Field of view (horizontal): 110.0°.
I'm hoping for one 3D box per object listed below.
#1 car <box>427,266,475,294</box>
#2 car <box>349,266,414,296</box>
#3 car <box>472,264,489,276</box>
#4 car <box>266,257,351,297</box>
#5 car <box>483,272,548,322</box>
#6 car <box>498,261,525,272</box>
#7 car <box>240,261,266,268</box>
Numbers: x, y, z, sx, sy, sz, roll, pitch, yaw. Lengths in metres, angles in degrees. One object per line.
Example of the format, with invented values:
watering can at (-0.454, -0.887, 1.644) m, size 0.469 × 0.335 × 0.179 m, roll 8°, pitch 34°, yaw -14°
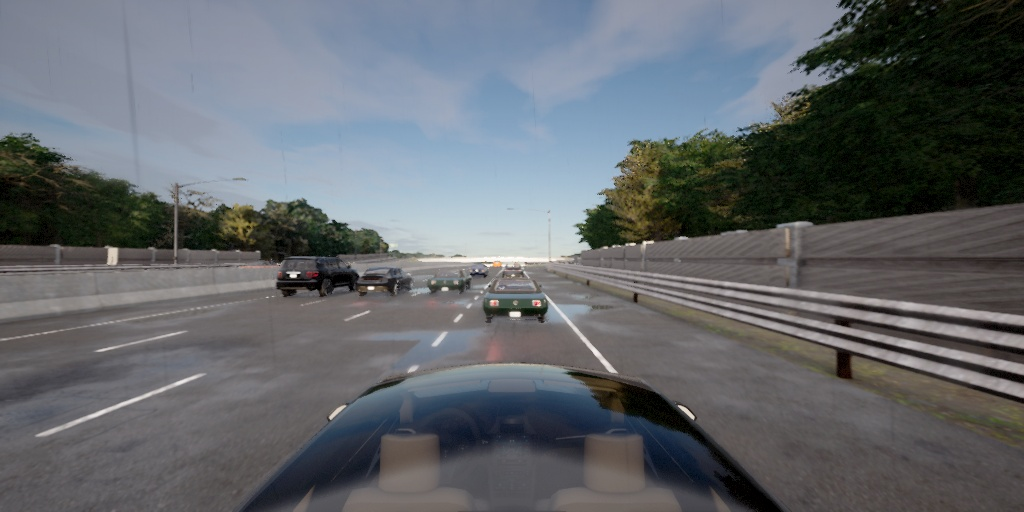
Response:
car at (-3.500, 1.449, 20.981) m, size 1.895 × 1.301 × 4.718 m, roll 0°, pitch 0°, yaw 0°
car at (-6.900, 1.346, 19.956) m, size 1.837 × 1.490 × 4.892 m, roll 0°, pitch 0°, yaw 0°
car at (-3.502, 1.535, 38.199) m, size 2.033 × 1.411 × 5.357 m, roll 0°, pitch 0°, yaw 0°
car at (-10.400, 1.061, 19.720) m, size 2.150 × 2.045 × 5.566 m, roll 0°, pitch 0°, yaw 0°
car at (0.100, 1.389, 12.429) m, size 1.895 × 1.301 × 4.718 m, roll 0°, pitch 0°, yaw 0°
car at (0.099, 1.432, 32.373) m, size 2.128 × 1.511 × 4.902 m, roll 0°, pitch 0°, yaw 0°
car at (-28.058, 1.354, 39.776) m, size 2.097 × 1.767 × 4.553 m, roll 0°, pitch 0°, yaw 0°
